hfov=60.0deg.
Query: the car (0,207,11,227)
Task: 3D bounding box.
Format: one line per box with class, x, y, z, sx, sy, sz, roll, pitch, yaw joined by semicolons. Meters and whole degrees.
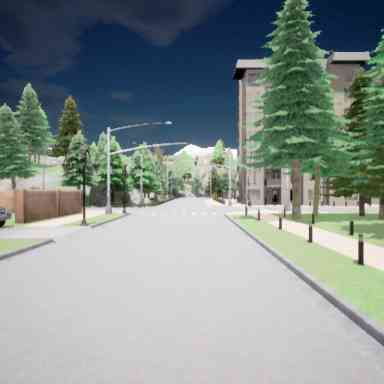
car;-12.680;1.139;18.434;4.605;1.855;1.932;0;0;0
